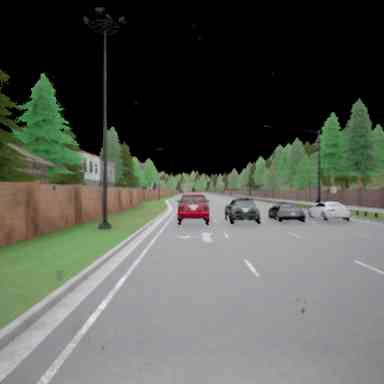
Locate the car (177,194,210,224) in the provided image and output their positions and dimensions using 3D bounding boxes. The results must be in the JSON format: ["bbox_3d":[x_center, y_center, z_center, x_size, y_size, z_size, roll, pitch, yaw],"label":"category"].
[{"bbox_3d":[0.102,1.165,24.064,2.150,2.045,5.566,0,0,0],"label":"car"}]

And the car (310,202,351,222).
[{"bbox_3d":[10.587,1.465,25.834,1.812,1.442,4.674,0,0,0],"label":"car"}]

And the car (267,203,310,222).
[{"bbox_3d":[7.102,1.505,25.355,1.994,1.385,4.181,0,0,0],"label":"car"}]

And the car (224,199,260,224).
[{"bbox_3d":[3.601,1.294,24.489,2.097,1.767,4.553,0,0,0],"label":"car"}]
